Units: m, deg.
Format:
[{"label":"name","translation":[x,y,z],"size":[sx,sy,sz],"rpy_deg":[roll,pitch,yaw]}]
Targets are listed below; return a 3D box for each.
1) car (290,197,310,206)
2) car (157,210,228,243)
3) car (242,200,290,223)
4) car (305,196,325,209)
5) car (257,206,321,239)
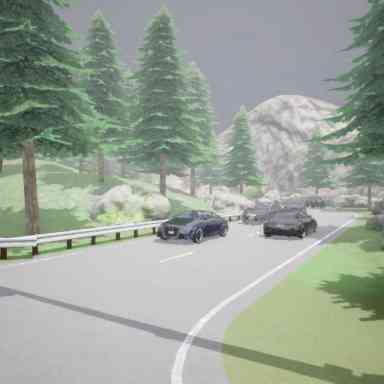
[{"label":"car","translation":[10.429,1.525,33.497],"size":[1.837,1.490,4.892],"rpy_deg":[0,0,24]},{"label":"car","translation":[0.128,1.573,16.167],"size":[1.994,1.385,4.181],"rpy_deg":[0,0,31]},{"label":"car","translation":[5.319,1.506,24.649],"size":[2.128,1.511,4.902],"rpy_deg":[0,0,32]},{"label":"car","translation":[16.565,1.358,46.865],"size":[2.097,1.767,4.553],"rpy_deg":[-1,0,-14]},{"label":"car","translation":[5.293,1.642,17.709],"size":[1.994,1.385,4.181],"rpy_deg":[0,-1,31]}]
